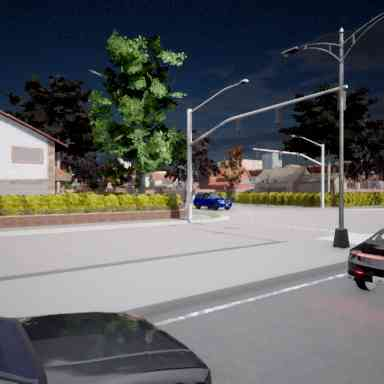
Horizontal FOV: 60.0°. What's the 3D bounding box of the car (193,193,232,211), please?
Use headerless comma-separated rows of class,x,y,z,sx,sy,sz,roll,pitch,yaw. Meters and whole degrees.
car,2.413,1.117,40.394,2.150,2.045,5.566,0,0,-36

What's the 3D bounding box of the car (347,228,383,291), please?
car,5.573,1.473,7.720,4.902,1.511,2.128,0,0,-35

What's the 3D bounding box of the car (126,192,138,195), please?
car,-9.745,1.073,57.263,2.150,2.045,5.566,0,0,-36

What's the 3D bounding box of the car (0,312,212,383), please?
car,-2.361,1.543,2.060,5.357,1.411,2.033,0,0,-36
